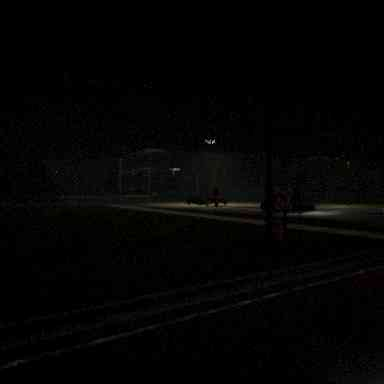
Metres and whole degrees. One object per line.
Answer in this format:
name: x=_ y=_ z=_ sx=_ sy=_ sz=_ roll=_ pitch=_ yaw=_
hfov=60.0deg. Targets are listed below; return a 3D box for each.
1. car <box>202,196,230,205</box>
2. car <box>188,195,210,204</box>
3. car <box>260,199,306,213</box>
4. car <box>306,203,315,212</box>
car: x=3.740 y=1.325 z=53.339 sx=1.895 sy=1.301 sz=4.718 roll=0 pitch=0 yaw=-35
car: x=0.853 y=1.286 z=51.361 sx=1.837 sy=1.490 sz=4.892 roll=0 pitch=0 yaw=-35
car: x=10.032 y=1.544 z=38.040 sx=1.882 sy=1.535 sz=5.008 roll=0 pitch=0 yaw=-35
car: x=12.648 y=1.600 z=40.429 sx=1.812 sy=1.442 sz=4.674 roll=0 pitch=0 yaw=-35
